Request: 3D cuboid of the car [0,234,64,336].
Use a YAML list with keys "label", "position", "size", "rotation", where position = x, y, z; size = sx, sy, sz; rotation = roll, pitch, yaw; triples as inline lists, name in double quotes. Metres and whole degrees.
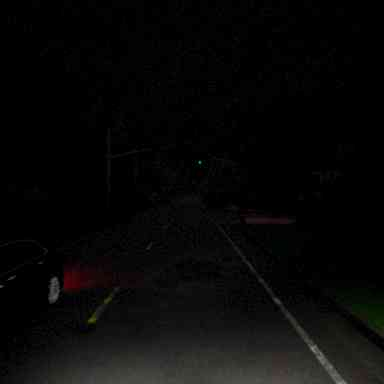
- label: "car"
  position: [-3.579, 1.502, 5.067]
  size: [1.837, 1.490, 4.892]
  rotation: [0, 0, 0]
